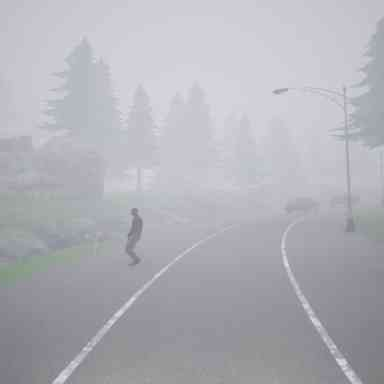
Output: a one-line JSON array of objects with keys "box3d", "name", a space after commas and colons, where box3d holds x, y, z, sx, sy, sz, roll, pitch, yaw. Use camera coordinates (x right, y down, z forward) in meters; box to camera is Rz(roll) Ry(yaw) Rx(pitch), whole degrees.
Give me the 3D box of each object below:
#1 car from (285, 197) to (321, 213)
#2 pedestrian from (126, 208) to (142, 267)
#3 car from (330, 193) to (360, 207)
[{"box3d": [10.271, 1.145, 30.718, 2.033, 1.411, 5.357, -4, -1, 36], "name": "car"}, {"box3d": [-1.739, 1.309, 10.073, 0.375, 1.860, 0.375, 5, -5, 11], "name": "pedestrian"}, {"box3d": [18.332, 0.886, 39.784, 4.902, 1.511, 2.128, -1, -3, -41], "name": "car"}]
